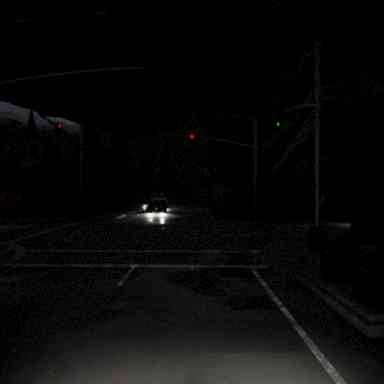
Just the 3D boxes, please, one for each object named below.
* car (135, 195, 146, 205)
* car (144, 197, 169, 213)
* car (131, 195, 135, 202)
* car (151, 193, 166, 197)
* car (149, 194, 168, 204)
[{"bbox_3d":[-8.264,1.578,59.566,1.895,1.301,4.718,0,0,-23],"label":"car"},{"bbox_3d":[-3.770,1.550,36.507,1.994,1.385,4.181,0,0,-2],"label":"car"},{"bbox_3d":[-12.370,1.453,73.231,4.902,1.511,2.128,0,0,42],"label":"car"},{"bbox_3d":[-4.745,1.202,47.582,2.150,2.045,5.566,0,0,-12],"label":"car"},{"bbox_3d":[-6.619,1.328,64.927,2.097,1.767,4.553,0,0,-27],"label":"car"}]
